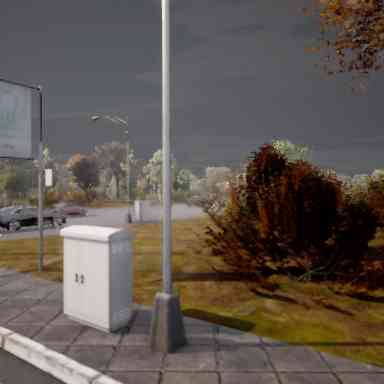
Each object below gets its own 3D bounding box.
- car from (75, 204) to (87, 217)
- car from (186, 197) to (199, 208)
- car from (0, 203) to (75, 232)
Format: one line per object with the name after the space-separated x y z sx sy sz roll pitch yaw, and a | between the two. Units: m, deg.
-12.069 1.705 31.394 1.994 1.385 4.181 0 0 32 | car
1.279 1.364 52.343 2.150 2.045 5.566 0 0 33 | car
-10.295 1.597 20.925 2.128 1.511 4.902 0 0 32 | car
